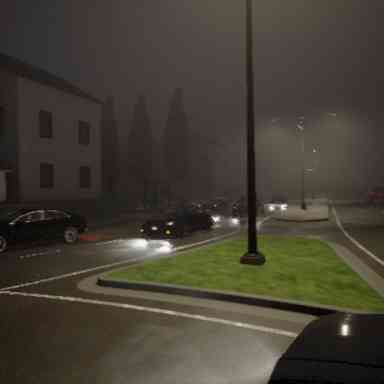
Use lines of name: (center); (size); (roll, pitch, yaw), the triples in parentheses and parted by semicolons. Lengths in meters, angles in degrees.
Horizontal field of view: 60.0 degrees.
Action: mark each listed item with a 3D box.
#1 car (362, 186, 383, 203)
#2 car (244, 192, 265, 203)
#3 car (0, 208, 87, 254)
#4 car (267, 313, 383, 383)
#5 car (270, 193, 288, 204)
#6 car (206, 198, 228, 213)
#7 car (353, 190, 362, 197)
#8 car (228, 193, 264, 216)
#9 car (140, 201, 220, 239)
car: (22.912, 0.292, 41.167); (2.150, 2.045, 5.566); (-1, 1, 22)
car: (8.866, 0.811, 46.871); (1.994, 1.385, 4.181); (-1, 1, 22)
car: (-6.654, 1.432, 13.436); (2.128, 1.511, 4.902); (0, 1, 38)
car: (3.124, 1.462, 1.817); (5.357, 1.411, 2.033); (0, 1, 35)
car: (11.546, 0.834, 44.173); (1.895, 1.301, 4.718); (-1, 1, 22)
car: (2.095, 1.180, 29.898); (1.895, 1.301, 4.718); (-1, 1, 22)
car: (31.298, 0.259, 62.270); (1.895, 1.301, 4.718); (-1, 1, 22)
car: (4.660, 1.098, 26.920); (1.812, 1.442, 4.674); (-1, 1, 22)
car: (-0.611, 1.363, 16.211); (1.994, 1.385, 4.181); (-1, 1, 31)
